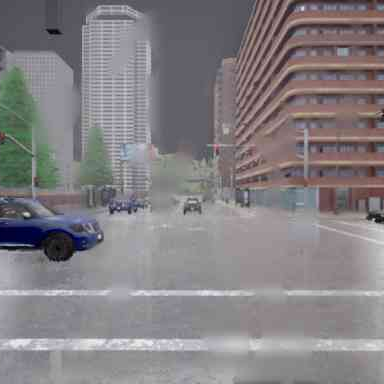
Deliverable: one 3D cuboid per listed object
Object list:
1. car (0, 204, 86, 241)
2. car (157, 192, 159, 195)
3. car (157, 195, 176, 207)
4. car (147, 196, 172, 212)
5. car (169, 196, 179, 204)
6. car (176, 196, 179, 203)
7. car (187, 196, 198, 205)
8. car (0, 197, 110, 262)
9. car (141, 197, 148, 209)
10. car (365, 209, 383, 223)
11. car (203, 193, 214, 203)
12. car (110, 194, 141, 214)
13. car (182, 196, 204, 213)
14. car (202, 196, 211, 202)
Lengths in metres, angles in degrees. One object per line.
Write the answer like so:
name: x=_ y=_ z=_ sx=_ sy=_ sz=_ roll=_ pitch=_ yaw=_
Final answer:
car: x=-8.004 y=1.467 z=16.630 sx=5.008 sy=1.535 sz=1.882 roll=0 pitch=1 yaw=-22
car: x=-7.127 y=1.352 z=64.787 sx=2.097 sy=1.767 sz=4.553 roll=0 pitch=0 yaw=0
car: x=-3.652 y=1.526 z=47.355 sx=1.812 sy=1.442 sz=4.674 roll=0 pitch=0 yaw=0
car: x=-3.647 y=1.526 z=38.259 sx=1.812 sy=1.442 sz=4.674 roll=0 pitch=0 yaw=0
car: x=-3.607 y=1.526 z=67.022 sx=1.812 sy=1.442 sz=4.674 roll=0 pitch=0 yaw=0
car: x=-3.656 y=1.547 z=57.066 sx=2.033 sy=1.411 sz=5.357 roll=0 pitch=0 yaw=0
car: x=0.027 y=1.477 z=59.486 sx=1.882 sy=1.535 sz=5.008 roll=0 pitch=0 yaw=0
car: x=-5.991 y=1.204 z=11.530 sx=5.566 sy=2.045 sz=2.150 roll=0 pitch=0 yaw=0
car: x=-7.158 y=1.547 z=45.449 sx=2.033 sy=1.411 sz=5.357 roll=0 pitch=0 yaw=0
car: x=15.002 y=1.492 z=23.249 sx=5.357 sy=1.411 sz=2.033 roll=0 pitch=0 yaw=-12
car: x=3.412 y=1.221 z=68.680 sx=2.150 sy=2.045 sz=5.566 roll=0 pitch=0 yaw=0
car: x=-7.146 y=1.222 z=35.199 sx=2.150 sy=2.045 sz=5.566 roll=0 pitch=0 yaw=0
car: x=0.045 y=1.525 z=36.241 sx=1.812 sy=1.442 sz=4.674 roll=0 pitch=0 yaw=0
car: x=3.400 y=1.576 z=78.247 sx=1.895 sy=1.301 sz=4.718 roll=0 pitch=0 yaw=0
